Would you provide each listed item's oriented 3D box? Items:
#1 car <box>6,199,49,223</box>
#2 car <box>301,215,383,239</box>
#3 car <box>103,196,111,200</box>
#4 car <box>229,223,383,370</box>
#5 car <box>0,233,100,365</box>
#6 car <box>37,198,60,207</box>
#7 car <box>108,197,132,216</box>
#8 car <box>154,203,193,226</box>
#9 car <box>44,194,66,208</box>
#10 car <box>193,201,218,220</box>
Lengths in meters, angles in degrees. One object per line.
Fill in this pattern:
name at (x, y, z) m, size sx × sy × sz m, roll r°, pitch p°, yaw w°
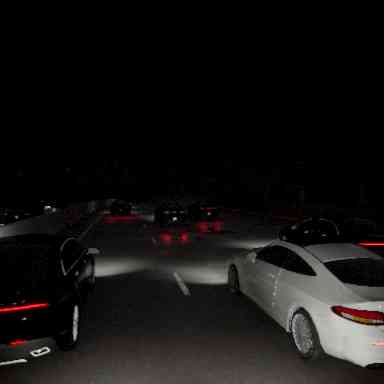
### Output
car at (-12.974, 1.538, 26.098) m, size 1.837 × 1.490 × 4.892 m, roll 0°, pitch 0°, yaw -11°
car at (4.616, 1.530, 11.016) m, size 1.837 × 1.490 × 4.892 m, roll 0°, pitch 0°, yaw -12°
car at (-16.353, 1.621, 66.869) m, size 2.128 × 1.511 × 4.902 m, roll 0°, pitch 0°, yaw 5°
car at (2.097, 1.537, 5.899) m, size 1.812 × 1.442 × 4.674 m, roll 0°, pitch 0°, yaw -12°
car at (-2.850, 1.513, 5.997) m, size 1.837 × 1.490 × 4.892 m, roll 0°, pitch 0°, yaw -12°
car at (-23.886, 1.658, 55.625) m, size 1.994 × 1.385 × 4.181 m, roll 0°, pitch 0°, yaw 0°
car at (-7.139, 1.531, 33.323) m, size 1.882 × 1.535 × 5.008 m, roll 0°, pitch 0°, yaw -11°
car at (-1.619, 1.533, 23.923) m, size 2.128 × 1.511 × 4.902 m, roll 0°, pitch 0°, yaw -12°
car at (-20.188, 1.296, 48.770) m, size 2.150 × 2.045 × 5.566 m, roll 0°, pitch 0°, yaw -4°
car at (0.873, 1.545, 29.172) m, size 2.128 × 1.511 × 4.902 m, roll 0°, pitch 0°, yaw -12°
